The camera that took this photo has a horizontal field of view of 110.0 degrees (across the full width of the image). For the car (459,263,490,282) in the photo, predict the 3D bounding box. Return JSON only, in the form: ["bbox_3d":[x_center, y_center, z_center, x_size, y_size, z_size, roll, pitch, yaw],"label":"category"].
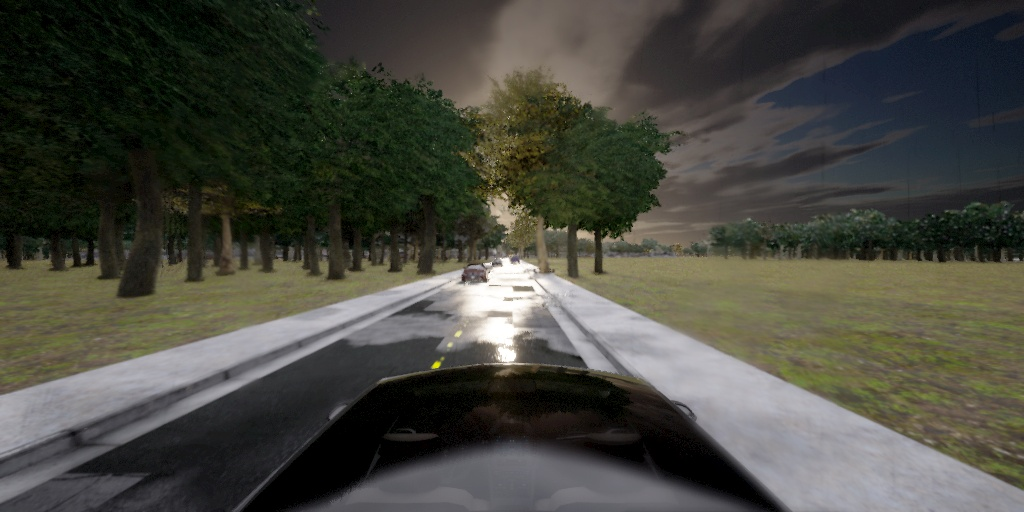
[{"bbox_3d":[-2.855,1.267,28.604,1.812,1.442,4.674,0,0,0],"label":"car"}]
